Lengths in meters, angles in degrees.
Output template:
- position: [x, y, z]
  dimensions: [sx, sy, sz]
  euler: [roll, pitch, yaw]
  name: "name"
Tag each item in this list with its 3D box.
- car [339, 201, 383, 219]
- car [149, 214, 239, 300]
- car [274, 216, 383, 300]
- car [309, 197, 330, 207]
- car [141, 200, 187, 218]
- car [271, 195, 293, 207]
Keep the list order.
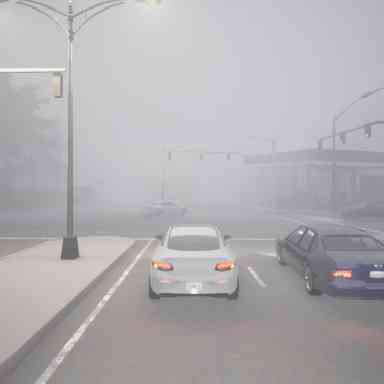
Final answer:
- position: [14.749, 1.523, 27.755]
  dimensions: [4.674, 1.442, 1.812]
  euler: [0, 0, -1]
  name: "car"
- position: [0.032, 1.516, 8.260]
  dimensions: [1.812, 1.442, 4.674]
  euler: [0, 0, 0]
  name: "car"
- position: [3.511, 1.545, 8.567]
  dimensions: [2.033, 1.411, 5.357]
  euler: [0, 0, 3]
  name: "car"
- position: [18.630, 1.433, 48.691]
  dimensions: [1.970, 1.475, 3.806]
  euler: [0, 0, 0]
  name: "car"
- position: [-2.453, 1.482, 29.747]
  dimensions: [1.812, 1.442, 4.674]
  euler: [1, 1, 43]
  name: "car"
- position: [12.891, 1.261, 47.890]
  dimensions: [2.242, 1.667, 4.611]
  euler: [0, 0, 0]
  name: "car"
